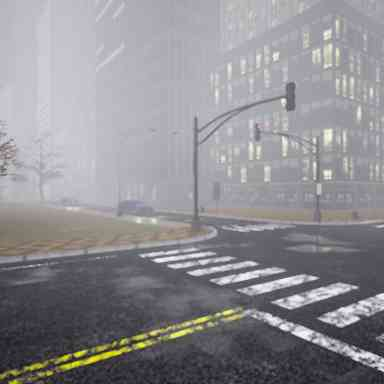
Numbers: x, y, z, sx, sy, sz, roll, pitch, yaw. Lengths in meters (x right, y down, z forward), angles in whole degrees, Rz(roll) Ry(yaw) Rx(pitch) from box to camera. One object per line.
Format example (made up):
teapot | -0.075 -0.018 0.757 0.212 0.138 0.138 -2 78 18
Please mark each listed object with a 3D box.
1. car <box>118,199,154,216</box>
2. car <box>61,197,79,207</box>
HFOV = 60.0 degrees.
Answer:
car | -5.465 1.452 32.241 1.882 1.535 5.008 0 0 -35
car | -19.082 1.464 51.786 2.128 1.511 4.902 0 0 -35
